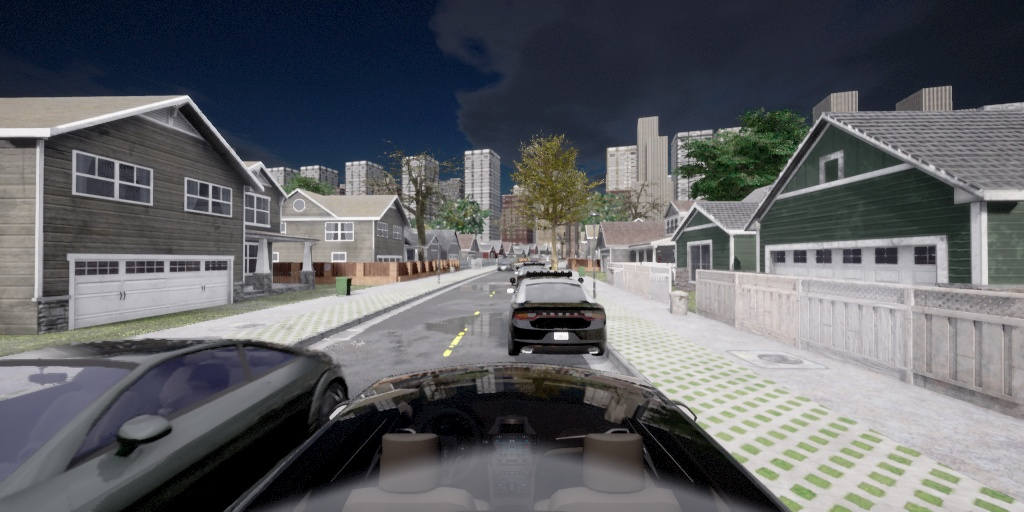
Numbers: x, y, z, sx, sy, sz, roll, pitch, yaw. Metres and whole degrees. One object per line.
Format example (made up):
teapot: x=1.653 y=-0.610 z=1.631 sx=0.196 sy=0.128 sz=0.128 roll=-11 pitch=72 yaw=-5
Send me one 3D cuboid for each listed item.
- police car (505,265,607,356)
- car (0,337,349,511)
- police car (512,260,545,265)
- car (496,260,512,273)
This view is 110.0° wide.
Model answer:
police car: x=0.891 y=1.177 z=8.762 sx=1.930 sy=1.638 sz=5.238 roll=0 pitch=0 yaw=1
car: x=-2.820 y=1.314 z=2.317 sx=1.994 sy=1.385 sz=4.181 roll=0 pitch=0 yaw=0
police car: x=1.166 y=1.182 z=18.715 sx=1.930 sy=1.638 sz=5.238 roll=0 pitch=0 yaw=2
car: x=-0.794 y=1.274 z=45.079 sx=2.128 sy=1.511 sz=4.902 roll=0 pitch=0 yaw=5
